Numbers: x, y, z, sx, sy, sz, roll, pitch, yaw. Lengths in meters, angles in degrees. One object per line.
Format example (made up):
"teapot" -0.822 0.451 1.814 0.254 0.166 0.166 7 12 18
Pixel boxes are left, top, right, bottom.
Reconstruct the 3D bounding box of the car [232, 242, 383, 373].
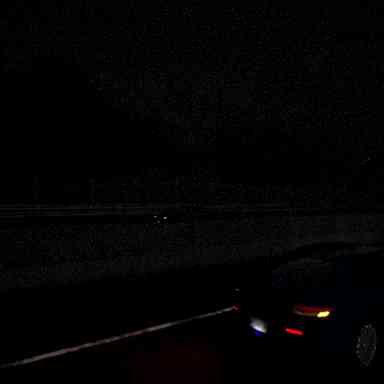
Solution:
"car" 2.752 1.608 5.710 4.674 1.442 1.812 1 -1 -35

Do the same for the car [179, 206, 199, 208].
"car" -0.211 1.771 25.341 5.357 1.411 2.033 1 -1 -35

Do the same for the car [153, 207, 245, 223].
"car" 0.549 1.706 17.285 5.357 1.411 2.033 1 -1 -36
